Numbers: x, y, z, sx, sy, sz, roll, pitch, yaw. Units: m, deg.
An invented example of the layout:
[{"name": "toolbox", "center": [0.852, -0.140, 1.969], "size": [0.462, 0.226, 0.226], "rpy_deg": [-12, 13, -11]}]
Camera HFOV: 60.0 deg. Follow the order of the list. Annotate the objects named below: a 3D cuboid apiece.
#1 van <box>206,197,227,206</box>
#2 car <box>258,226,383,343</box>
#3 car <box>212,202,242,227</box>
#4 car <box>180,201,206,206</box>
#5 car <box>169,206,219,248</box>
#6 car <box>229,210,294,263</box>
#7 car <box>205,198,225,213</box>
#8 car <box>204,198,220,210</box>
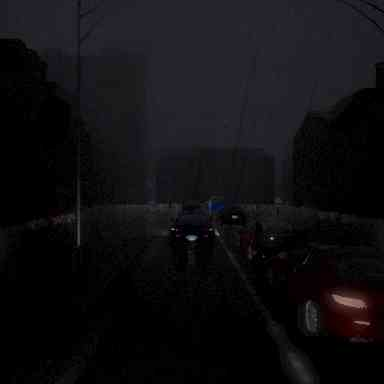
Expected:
[{"name": "van", "center": [2.644, 1.371, 33.465], "size": [1.690, 1.788, 3.998], "rpy_deg": [0, 0, 0]}, {"name": "car", "center": [2.643, 1.583, 6.277], "size": [1.802, 1.307, 4.206], "rpy_deg": [0, 0, 0]}, {"name": "car", "center": [2.643, 1.580, 22.590], "size": [1.947, 1.339, 4.313], "rpy_deg": [0, 0, 0]}, {"name": "car", "center": [0.000, 1.541, 29.650], "size": [1.837, 1.490, 4.892], "rpy_deg": [0, 0, 0]}, {"name": "car", "center": [0.000, 1.541, 14.650], "size": [1.812, 1.442, 4.674], "rpy_deg": [0, 0, 0]}, {"name": "car", "center": [2.643, 1.555, 11.715], "size": [2.008, 1.369, 4.403], "rpy_deg": [0, 0, 0]}, {"name": "car", "center": [2.643, 1.479, 38.903], "size": [1.967, 1.590, 4.097], "rpy_deg": [0, 0, 0]}, {"name": "car", "center": [2.643, 1.575, 44.510], "size": [1.752, 1.417, 4.829], "rpy_deg": [0, 0, 0]}]
